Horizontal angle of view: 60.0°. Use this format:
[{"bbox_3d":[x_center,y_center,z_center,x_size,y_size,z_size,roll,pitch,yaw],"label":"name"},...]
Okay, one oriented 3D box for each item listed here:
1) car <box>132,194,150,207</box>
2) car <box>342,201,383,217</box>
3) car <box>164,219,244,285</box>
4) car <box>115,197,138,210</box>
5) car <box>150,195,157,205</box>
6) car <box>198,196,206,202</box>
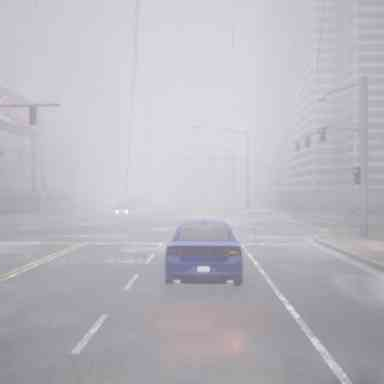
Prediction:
[{"bbox_3d":[-8.922,1.402,55.366,2.150,2.045,5.566,0,0,2],"label":"car"},{"bbox_3d":[17.172,1.615,32.220,4.892,1.490,1.837,0,0,1],"label":"car"},{"bbox_3d":[0.340,1.510,9.652,1.882,1.535,5.008,0,0,2],"label":"car"},{"bbox_3d":[-9.219,1.713,46.021,1.994,1.385,4.181,0,0,2],"label":"car"},{"bbox_3d":[-8.529,1.763,66.047,2.033,1.411,5.357,0,0,3],"label":"car"},{"bbox_3d":[2.622,1.808,86.065,1.812,1.442,4.674,0,0,2],"label":"car"}]
